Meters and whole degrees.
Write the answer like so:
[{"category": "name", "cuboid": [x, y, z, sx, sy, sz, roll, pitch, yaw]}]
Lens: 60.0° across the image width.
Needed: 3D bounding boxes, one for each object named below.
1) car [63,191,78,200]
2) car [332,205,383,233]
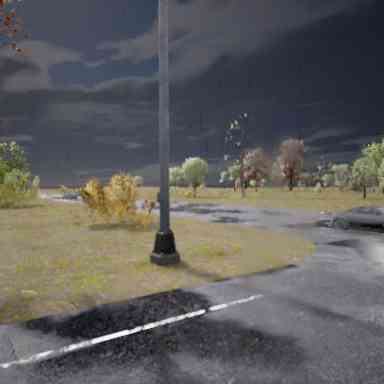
[{"category": "car", "cuboid": [-22.862, 0.672, 62.444, 1.837, 1.490, 4.892, -1, 2, -34]}, {"category": "car", "cuboid": [9.346, 1.389, 16.852, 1.994, 1.385, 4.181, -1, 1, -35]}]
